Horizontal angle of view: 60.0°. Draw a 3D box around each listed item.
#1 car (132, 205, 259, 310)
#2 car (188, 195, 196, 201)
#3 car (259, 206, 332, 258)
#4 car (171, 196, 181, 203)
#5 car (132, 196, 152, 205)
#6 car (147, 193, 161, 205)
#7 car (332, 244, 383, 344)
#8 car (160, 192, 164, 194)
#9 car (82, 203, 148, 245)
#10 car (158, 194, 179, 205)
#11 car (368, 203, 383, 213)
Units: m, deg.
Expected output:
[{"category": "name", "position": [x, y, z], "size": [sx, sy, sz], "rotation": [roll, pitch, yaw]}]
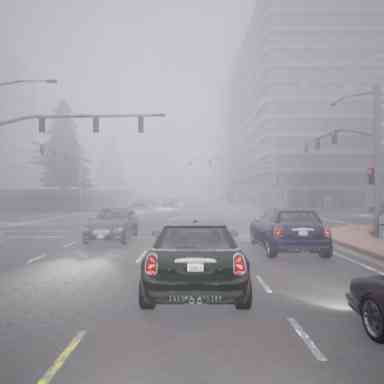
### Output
[{"category": "car", "position": [0.071, 1.351, 7.988], "size": [2.097, 1.767, 4.553], "rotation": [0, 0, 0]}, {"category": "car", "position": [0.000, 1.514, 81.125], "size": [2.128, 1.511, 4.902], "rotation": [0, 0, 0]}, {"category": "car", "position": [3.587, 1.350, 12.826], "size": [2.097, 1.767, 4.553], "rotation": [0, 0, 0]}, {"category": "car", "position": [-3.500, 1.586, 71.934], "size": [1.895, 1.301, 4.718], "rotation": [0, 0, 0]}, {"category": "car", "position": [-7.100, 1.595, 45.613], "size": [1.895, 1.301, 4.718], "rotation": [0, 0, 0]}, {"category": "car", "position": [-7.084, 1.346, 56.676], "size": [2.097, 1.767, 4.553], "rotation": [0, 0, 0]}, {"category": "car", "position": [3.599, 1.547, 3.351], "size": [2.033, 1.411, 5.357], "rotation": [0, 0, 0]}, {"category": "car", "position": [-7.000, 1.216, 71.195], "size": [2.150, 2.045, 5.566], "rotation": [0, 0, 0]}, {"category": "car", "position": [-3.602, 1.490, 15.510], "size": [2.128, 1.511, 4.902], "rotation": [0, 0, 0]}, {"category": "car", "position": [-3.597, 1.485, 51.082], "size": [2.128, 1.511, 4.902], "rotation": [0, 0, 0]}, {"category": "car", "position": [19.936, 1.488, 32.455], "size": [5.357, 1.411, 2.033], "rotation": [0, 0, -18]}]
